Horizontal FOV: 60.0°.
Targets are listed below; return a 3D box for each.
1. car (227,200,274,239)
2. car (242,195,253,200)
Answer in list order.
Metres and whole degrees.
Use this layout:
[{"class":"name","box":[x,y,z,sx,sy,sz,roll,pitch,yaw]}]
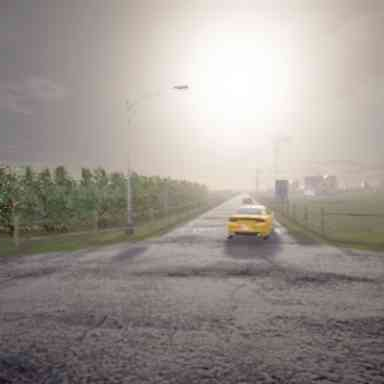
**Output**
[{"class":"car","box":[3.092,1.427,17.040,1.882,1.535,5.008,0,0,17]},{"class":"car","box":[10.510,1.355,63.045,2.128,1.511,4.902,-1,0,9]}]
